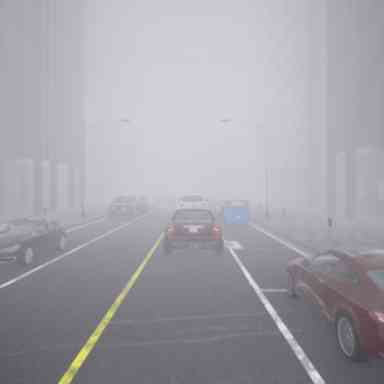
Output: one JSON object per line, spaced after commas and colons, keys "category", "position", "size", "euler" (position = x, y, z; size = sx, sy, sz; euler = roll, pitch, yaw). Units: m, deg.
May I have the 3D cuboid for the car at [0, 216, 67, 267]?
{"category": "car", "position": [-5.670, 1.535, 11.258], "size": [2.008, 1.369, 4.403], "euler": [0, 0, 0]}

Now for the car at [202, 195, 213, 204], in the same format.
{"category": "car", "position": [2.846, 1.286, 61.996], "size": [1.967, 1.590, 4.097], "euler": [0, 0, 0]}

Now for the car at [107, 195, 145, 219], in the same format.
{"category": "car", "position": [-5.672, 1.261, 28.177], "size": [2.192, 1.841, 5.009], "euler": [0, 0, 0]}

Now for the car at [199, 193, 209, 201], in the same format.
{"category": "car", "position": [2.841, 1.138, 78.915], "size": [2.192, 1.841, 5.009], "euler": [0, 0, 0]}

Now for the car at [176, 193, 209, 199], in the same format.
{"category": "car", "position": [0.060, 1.171, 27.962], "size": [2.150, 2.045, 5.566], "euler": [0, 0, 0]}

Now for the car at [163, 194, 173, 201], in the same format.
{"category": "car", "position": [-5.684, 1.263, 78.927], "size": [1.967, 1.590, 4.097], "euler": [0, 0, 0]}

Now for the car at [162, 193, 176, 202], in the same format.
{"category": "car", "position": [-3.087, 1.222, 52.083], "size": [2.097, 1.767, 4.553], "euler": [0, 0, 0]}

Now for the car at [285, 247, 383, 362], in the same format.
{"category": "car", "position": [2.857, 1.575, 5.598], "size": [1.802, 1.307, 4.206], "euler": [0, 0, 0]}

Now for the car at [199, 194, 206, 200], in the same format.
{"category": "car", "position": [2.839, 1.253, 90.194], "size": [1.967, 1.590, 4.097], "euler": [0, 0, 0]}

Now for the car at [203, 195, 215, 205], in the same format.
{"category": "car", "position": [2.847, 1.299, 56.358], "size": [1.967, 1.590, 4.097], "euler": [0, 0, 0]}

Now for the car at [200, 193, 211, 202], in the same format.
{"category": "car", "position": [2.842, 1.144, 73.276], "size": [2.192, 1.841, 5.009], "euler": [0, 0, 0]}

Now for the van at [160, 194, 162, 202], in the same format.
{"category": "van", "position": [-5.679, 1.187, 62.010], "size": [1.690, 1.788, 3.998], "euler": [0, 0, 0]}

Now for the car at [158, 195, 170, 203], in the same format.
{"category": "car", "position": [-5.681, 1.402, 67.649], "size": [1.947, 1.339, 4.313], "euler": [0, 0, 0]}

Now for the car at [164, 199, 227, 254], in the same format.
{"category": "car", "position": [0.065, 1.332, 13.544], "size": [2.097, 1.767, 4.553], "euler": [0, 0, 0]}

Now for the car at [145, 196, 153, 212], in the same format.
{"category": "car", "position": [-5.673, 1.245, 33.817], "size": [2.192, 1.841, 5.009], "euler": [0, 0, 0]}

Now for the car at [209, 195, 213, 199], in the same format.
{"category": "car", "position": [2.858, 1.435, 39.642], "size": [1.752, 1.417, 4.829], "euler": [0, 0, 1]}

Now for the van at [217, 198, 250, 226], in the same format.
{"category": "van", "position": [2.855, 1.303, 22.517], "size": [1.690, 1.788, 3.998], "euler": [0, 0, 0]}

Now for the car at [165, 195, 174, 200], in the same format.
{"category": "car", "position": [-5.686, 1.363, 84.566], "size": [1.887, 1.381, 4.507], "euler": [0, 0, 0]}

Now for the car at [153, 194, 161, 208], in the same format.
{"category": "car", "position": [-5.676, 1.419, 44.886], "size": [1.752, 1.417, 4.829], "euler": [0, 0, 1]}
